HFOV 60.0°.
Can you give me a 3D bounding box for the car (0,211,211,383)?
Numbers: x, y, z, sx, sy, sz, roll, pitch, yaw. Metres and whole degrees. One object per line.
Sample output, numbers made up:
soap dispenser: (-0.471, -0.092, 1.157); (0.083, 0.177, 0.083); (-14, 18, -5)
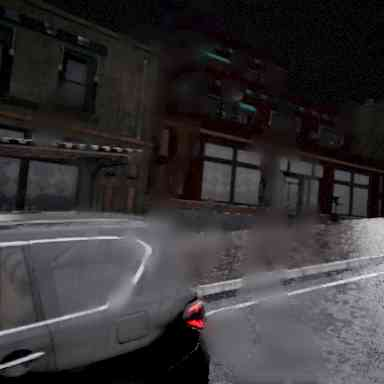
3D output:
car: (-2.433, 1.208, 2.154); (5.566, 2.045, 2.150); (0, 0, -36)
